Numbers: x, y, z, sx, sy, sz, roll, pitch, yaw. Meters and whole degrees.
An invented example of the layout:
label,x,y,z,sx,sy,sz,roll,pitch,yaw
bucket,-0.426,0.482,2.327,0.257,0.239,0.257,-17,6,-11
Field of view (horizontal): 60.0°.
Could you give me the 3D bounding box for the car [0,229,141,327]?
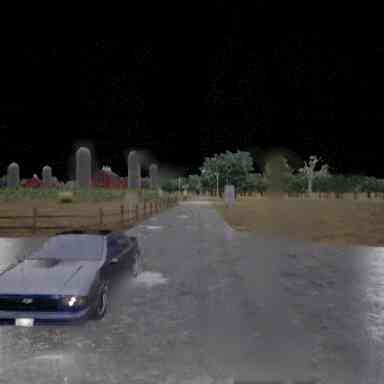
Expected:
label,x,y,z,sx,sy,sz,roll,pitch,yaw
car,-2.451,1.597,7.682,2.033,1.411,5.357,0,0,2
